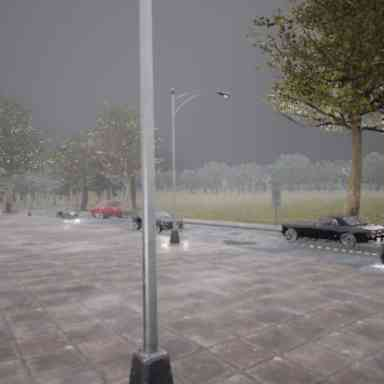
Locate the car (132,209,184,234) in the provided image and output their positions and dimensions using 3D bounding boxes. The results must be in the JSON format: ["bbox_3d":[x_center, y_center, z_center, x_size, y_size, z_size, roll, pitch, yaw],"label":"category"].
[{"bbox_3d":[-2.462,1.959,23.189,1.882,1.535,5.008,-1,-1,-36],"label":"car"}]

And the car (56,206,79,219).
[{"bbox_3d":[-15.701,2.543,41.793,2.128,1.511,4.902,-1,-1,-35],"label":"car"}]

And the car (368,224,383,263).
[{"bbox_3d":[7.584,1.625,9.163,1.994,1.385,4.181,-1,-1,-36],"label":"car"}]

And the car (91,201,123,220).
[{"bbox_3d":[-9.995,2.074,38.764,2.150,2.045,5.566,-1,-1,-36],"label":"car"}]

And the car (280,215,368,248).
[{"bbox_3d":[6.520,1.756,15.713,1.895,1.301,4.718,-1,-1,-36],"label":"car"}]
